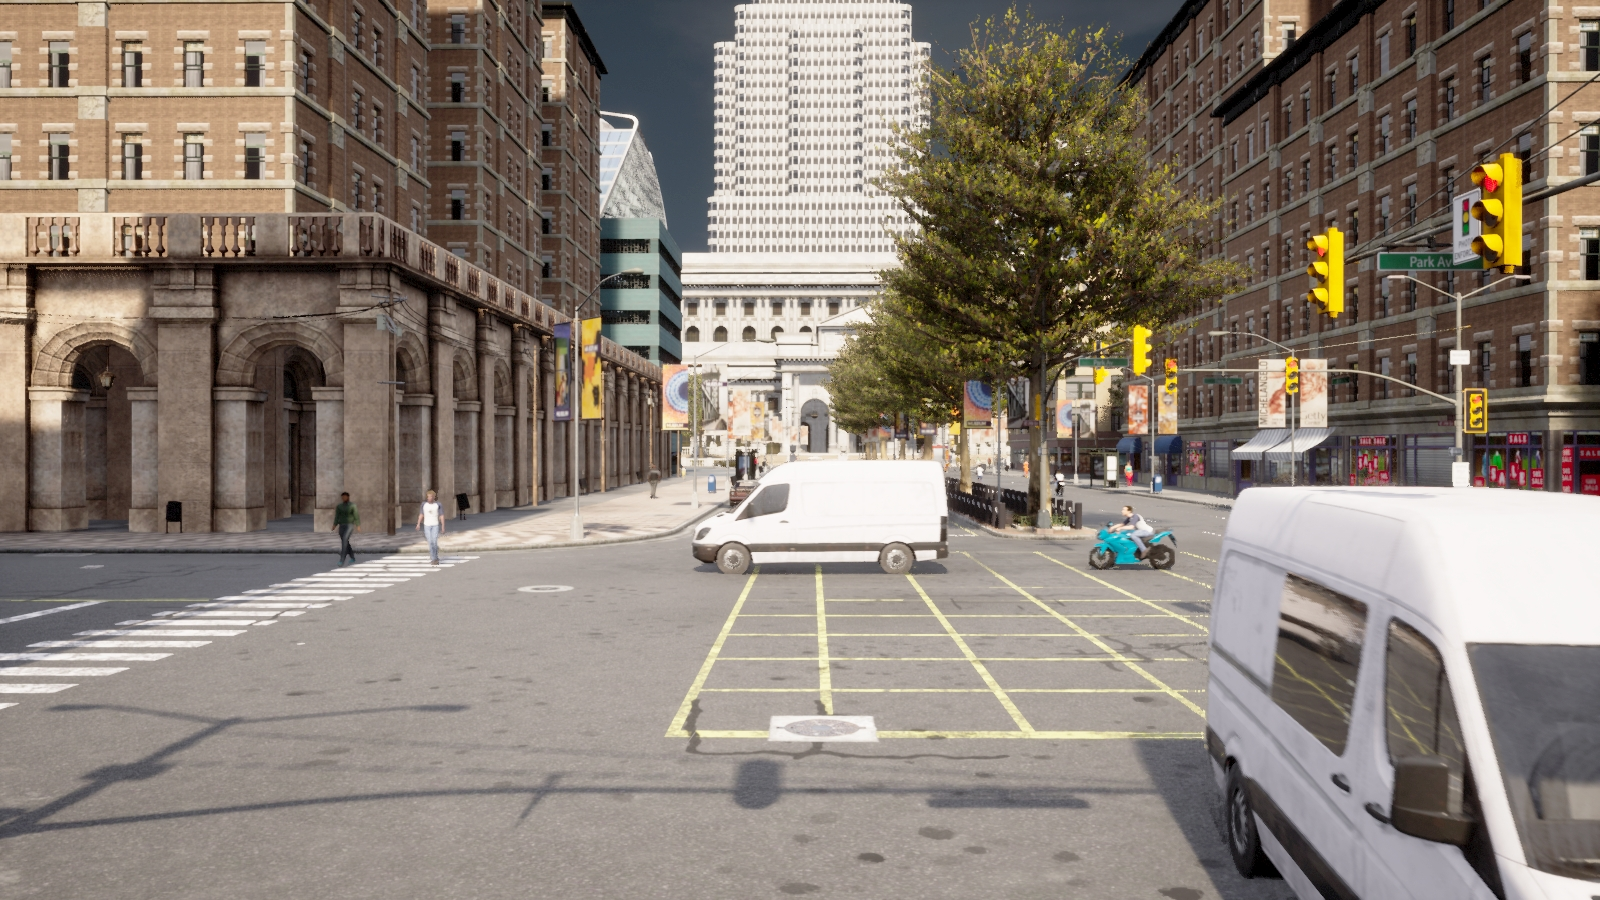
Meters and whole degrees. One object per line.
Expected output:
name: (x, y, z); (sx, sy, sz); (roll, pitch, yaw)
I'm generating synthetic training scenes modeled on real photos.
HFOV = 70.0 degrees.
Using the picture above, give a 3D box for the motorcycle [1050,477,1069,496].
motorcycle: (15.815, 2.213, 69.643); (0.803, 1.145, 2.033); (0, 0, 3)

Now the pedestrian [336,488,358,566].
pedestrian: (-10.925, 1.848, 27.544); (0.375, 1.860, 0.375); (0, 0, 0)

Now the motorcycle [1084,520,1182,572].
motorcycle: (7.696, 2.213, 26.479); (2.033, 1.145, 0.803); (0, 0, 0)

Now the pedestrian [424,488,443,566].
pedestrian: (-8.871, 1.849, 27.693); (0.375, 1.860, 0.375); (0, 0, -7)

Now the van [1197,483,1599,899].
van: (3.648, 1.534, 5.736); (1.988, 2.561, 5.915); (0, 0, 8)

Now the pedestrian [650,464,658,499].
pedestrian: (-7.939, 1.696, 61.981); (0.375, 1.860, 0.375); (0, 0, 2)

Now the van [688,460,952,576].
van: (0.453, 1.534, 26.539); (5.915, 2.561, 1.988); (0, 0, 0)
